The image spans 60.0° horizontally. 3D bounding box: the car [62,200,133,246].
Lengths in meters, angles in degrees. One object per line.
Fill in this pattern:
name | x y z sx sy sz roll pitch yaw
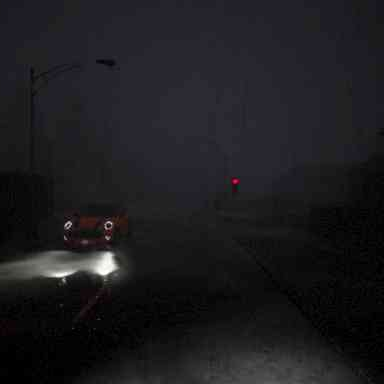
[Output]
car | -4.003 1.280 14.702 2.097 1.767 4.553 0 0 0
